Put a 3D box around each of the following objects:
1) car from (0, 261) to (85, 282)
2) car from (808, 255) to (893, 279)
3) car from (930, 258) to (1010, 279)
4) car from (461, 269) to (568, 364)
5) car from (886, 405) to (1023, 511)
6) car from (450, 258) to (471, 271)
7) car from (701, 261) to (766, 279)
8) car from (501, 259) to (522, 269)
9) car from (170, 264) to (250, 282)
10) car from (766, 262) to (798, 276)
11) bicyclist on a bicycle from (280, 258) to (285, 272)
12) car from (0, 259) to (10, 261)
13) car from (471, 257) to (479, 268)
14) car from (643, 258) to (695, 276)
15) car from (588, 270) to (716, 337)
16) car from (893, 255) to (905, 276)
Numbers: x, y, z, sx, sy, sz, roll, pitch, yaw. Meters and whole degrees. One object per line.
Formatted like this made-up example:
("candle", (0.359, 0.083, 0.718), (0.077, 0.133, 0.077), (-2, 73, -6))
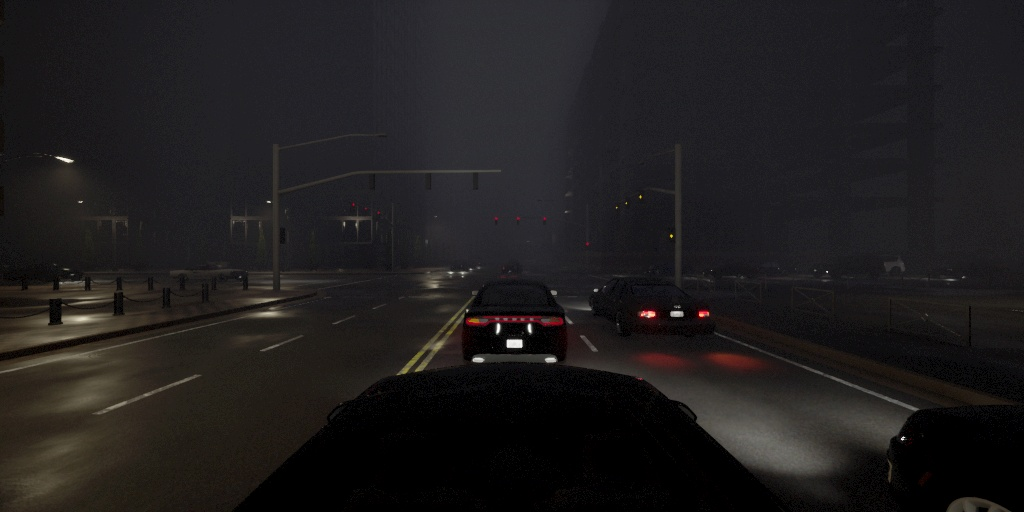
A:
("car", (-35.654, 1.258, 27.438), (4.181, 1.385, 1.994), (0, 0, 0))
("car", (29.426, 0.916, 31.546), (5.566, 2.045, 2.150), (0, 0, 0))
("car", (39.918, 1.172, 31.561), (5.008, 1.535, 1.882), (0, 0, 0))
("car", (0.056, 1.228, 8.118), (1.882, 1.535, 5.008), (0, 0, 0))
("car", (3.600, 1.255, 0.504), (1.837, 1.490, 4.892), (0, 0, 0))
("car", (-7.084, 1.228, 48.507), (1.882, 1.535, 5.008), (0, 0, 0))
("car", (19.161, 1.220, 31.493), (4.674, 1.442, 1.812), (0, 0, 0))
("car", (0.062, 1.340, 40.261), (1.895, 1.301, 4.718), (0, -1, 8))
("car", (-22.943, 1.295, 27.370), (4.718, 1.301, 1.895), (0, 0, 0))
("car", (24.705, 1.242, 35.032), (5.357, 1.411, 2.033), (0, 0, 0))
("bicyclist on a bicycle", (-25.400, 0.995, 39.334), (0.582, 1.620, 1.656), (0, 0, 0))
("car", (-51.170, 1.047, 34.787), (4.553, 1.767, 2.097), (0, 0, 1))
("car", (-7.069, 1.297, 59.020), (2.033, 1.411, 5.357), (0, 0, 0))
("car", (15.237, 1.047, 35.022), (4.553, 1.767, 2.097), (0, 0, 0))
("car", (3.573, 1.297, 10.241), (2.033, 1.411, 5.357), (0, 0, 0))
("car", (34.896, 0.916, 35.060), (5.566, 2.045, 2.150), (0, 0, 0))
